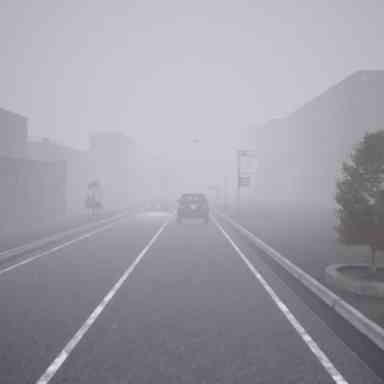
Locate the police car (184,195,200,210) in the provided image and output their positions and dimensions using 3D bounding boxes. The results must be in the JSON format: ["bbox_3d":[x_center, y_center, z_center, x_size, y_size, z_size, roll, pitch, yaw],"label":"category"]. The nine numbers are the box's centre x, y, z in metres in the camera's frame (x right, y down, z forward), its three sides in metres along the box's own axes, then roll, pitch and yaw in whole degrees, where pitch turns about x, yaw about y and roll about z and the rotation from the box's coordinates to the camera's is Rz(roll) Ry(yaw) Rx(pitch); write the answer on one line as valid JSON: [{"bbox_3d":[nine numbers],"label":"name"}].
[{"bbox_3d":[-0.014,1.259,41.490,1.930,1.638,5.238,0,0,0],"label":"police car"}]

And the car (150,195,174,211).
[{"bbox_3d":[-3.566,1.335,37.431,2.128,1.511,4.902,0,0,0],"label":"car"}]

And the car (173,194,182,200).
[{"bbox_3d":[-3.443,1.110,78.144,1.812,1.442,4.674,0,0,0],"label":"car"}]

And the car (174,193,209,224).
[{"bbox_3d":[0.063,1.109,23.931,2.150,2.045,5.566,0,0,0],"label":"car"}]
